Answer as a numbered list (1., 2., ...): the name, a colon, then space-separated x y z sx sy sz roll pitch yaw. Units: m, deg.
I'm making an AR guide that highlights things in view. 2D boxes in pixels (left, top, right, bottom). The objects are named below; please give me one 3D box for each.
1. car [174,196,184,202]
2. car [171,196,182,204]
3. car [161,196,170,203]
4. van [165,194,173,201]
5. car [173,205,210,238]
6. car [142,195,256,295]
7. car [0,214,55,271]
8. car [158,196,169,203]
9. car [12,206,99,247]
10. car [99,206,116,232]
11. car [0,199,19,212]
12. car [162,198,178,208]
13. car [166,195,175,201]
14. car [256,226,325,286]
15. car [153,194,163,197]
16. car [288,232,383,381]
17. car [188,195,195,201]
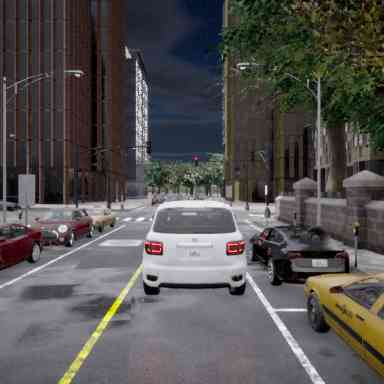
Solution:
1. car: -3.055 1.558 77.331 2.033 1.411 5.357 0 0 0
2. car: -3.069 1.583 66.991 1.994 1.385 4.181 0 0 1
3. car: -5.816 1.548 73.701 1.752 1.417 4.829 0 0 0
4. van: -5.824 1.372 84.747 1.690 1.788 3.998 0 0 0
5. car: 0.010 1.527 18.480 1.812 1.442 4.674 0 0 0
6. car: 0.060 1.222 8.835 2.150 2.045 5.566 0 0 0
7. car: -5.771 1.545 9.237 1.887 1.381 4.507 0 0 0
8. car: -5.812 1.602 68.434 1.802 1.307 4.206 0 0 0
9. car: -5.775 1.441 14.694 1.967 1.590 4.097 0 0 0
10. car: -5.778 1.527 19.981 1.752 1.417 4.829 0 0 0
11. car: -19.194 1.203 31.543 5.357 1.411 2.033 1 0 -5
12. car: -3.130 1.574 48.122 1.994 1.385 4.181 0 0 0
13. car: -5.827 1.585 90.184 2.008 1.369 4.403 0 0 0
14. car: 2.754 1.566 9.245 1.947 1.339 4.313 0 0 0
15. car: -5.805 1.329 57.559 2.192 1.841 5.009 0 0 0
16. car: 2.758 1.525 3.958 1.752 1.417 4.829 0 0 0
17. car: -0.063 1.533 88.597 1.837 1.490 4.892 0 0 0
